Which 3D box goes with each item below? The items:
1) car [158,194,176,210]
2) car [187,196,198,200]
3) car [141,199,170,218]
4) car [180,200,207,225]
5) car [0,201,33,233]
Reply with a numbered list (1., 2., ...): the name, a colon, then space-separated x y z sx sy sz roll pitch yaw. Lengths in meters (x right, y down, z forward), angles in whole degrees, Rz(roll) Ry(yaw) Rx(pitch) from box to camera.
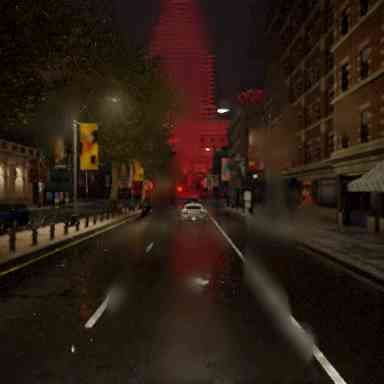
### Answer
1. car: -3.432 1.311 44.243 2.150 2.045 5.566 0 0 1
2. car: 0.102 1.442 45.295 2.097 1.767 4.553 0 0 1
3. car: -3.479 1.626 30.933 1.994 1.385 4.181 0 0 0
4. car: 0.113 1.575 24.647 1.812 1.442 4.674 0 0 0
5. car: -11.490 1.393 19.929 2.097 1.767 4.553 0 0 0
